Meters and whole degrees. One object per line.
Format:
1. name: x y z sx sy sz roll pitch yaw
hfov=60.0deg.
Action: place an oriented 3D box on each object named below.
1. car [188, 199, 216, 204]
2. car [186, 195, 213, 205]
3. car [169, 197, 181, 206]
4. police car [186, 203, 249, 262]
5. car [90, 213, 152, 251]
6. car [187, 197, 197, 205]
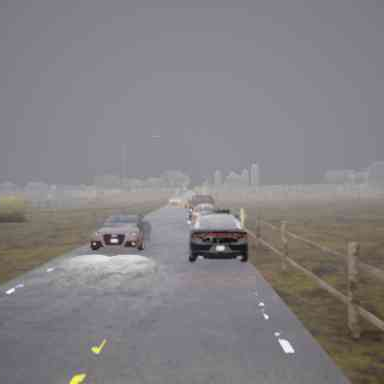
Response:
1. car: 0.838 1.480 22.369 1.801 1.575 5.366 0 0 0
2. car: 0.841 1.256 28.210 2.150 2.045 5.566 0 0 0
3. car: -2.792 1.552 55.372 1.882 1.535 5.008 0 0 0
4. police car: 0.832 1.437 12.289 1.930 1.638 5.238 0 0 0
5. car: -2.841 1.578 14.106 1.994 1.385 4.181 0 0 0
6. car: 0.035 1.607 62.428 1.812 1.442 4.674 0 0 0
